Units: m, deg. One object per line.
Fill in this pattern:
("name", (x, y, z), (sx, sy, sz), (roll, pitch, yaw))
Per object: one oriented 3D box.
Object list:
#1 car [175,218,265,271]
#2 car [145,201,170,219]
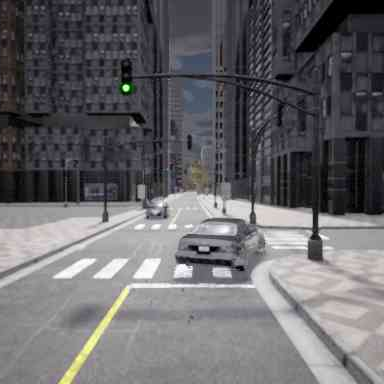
("car", (1.167, 1.574, 11.133), (2.033, 1.411, 5.357), (0, -1, 20))
("car", (-3.065, 1.544, 30.269), (2.128, 1.511, 4.902), (0, 0, 0))
